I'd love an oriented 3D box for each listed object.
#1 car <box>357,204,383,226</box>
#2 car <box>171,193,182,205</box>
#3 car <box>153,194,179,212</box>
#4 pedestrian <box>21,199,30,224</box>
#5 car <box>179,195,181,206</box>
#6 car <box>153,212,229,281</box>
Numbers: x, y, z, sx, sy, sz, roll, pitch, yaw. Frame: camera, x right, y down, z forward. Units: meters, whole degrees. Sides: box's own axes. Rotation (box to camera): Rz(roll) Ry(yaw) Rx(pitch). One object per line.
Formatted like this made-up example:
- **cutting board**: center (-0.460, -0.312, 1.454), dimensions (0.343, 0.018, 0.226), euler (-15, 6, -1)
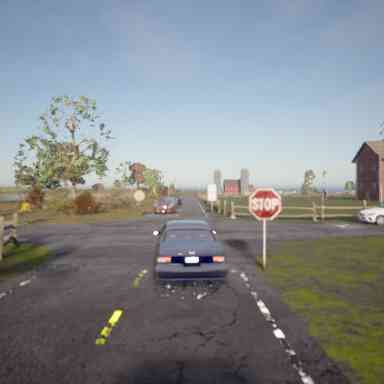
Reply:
- **car**: center (12.983, 1.302, 21.053), dimensions (4.674, 1.442, 1.812), euler (-1, 0, -1)
- **car**: center (-2.838, 1.203, 55.696), dimensions (2.150, 2.045, 5.566), euler (0, 0, 0)
- **car**: center (-2.852, 1.340, 35.346), dimensions (2.097, 1.767, 4.553), euler (0, 0, 0)
- **pedestrian**: center (-12.162, 1.406, 24.300), dimensions (0.375, 1.860, 0.375), euler (0, 1, 0)
- **car**: center (-2.847, 1.510, 45.397), dimensions (1.812, 1.442, 4.674), euler (0, 0, 1)
- **car**: center (-0.175, 1.544, 9.858), dimensions (2.033, 1.411, 5.357), euler (0, 0, -4)
